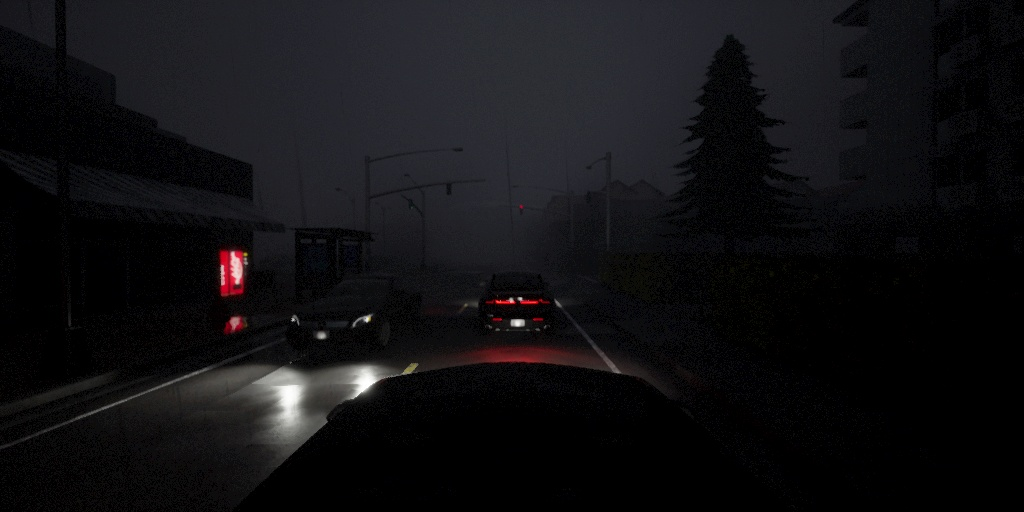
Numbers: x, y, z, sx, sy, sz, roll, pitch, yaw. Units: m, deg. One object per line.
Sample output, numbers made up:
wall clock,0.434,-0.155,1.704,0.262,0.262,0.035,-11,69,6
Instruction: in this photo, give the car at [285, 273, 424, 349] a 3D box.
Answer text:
car,-3.513,1.180,8.973,1.812,1.442,4.674,0,1,1

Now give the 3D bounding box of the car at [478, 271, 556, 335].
car,0.117,1.145,10.056,1.837,1.490,4.892,0,1,0
